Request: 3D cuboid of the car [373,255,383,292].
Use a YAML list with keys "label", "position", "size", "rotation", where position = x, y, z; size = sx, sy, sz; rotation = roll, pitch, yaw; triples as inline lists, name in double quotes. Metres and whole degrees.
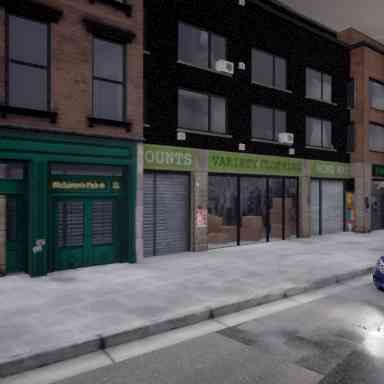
- label: "car"
  position: [6.089, 1.527, 7.716]
  size: [4.674, 1.442, 1.812]
  rotation: [0, 0, -35]
